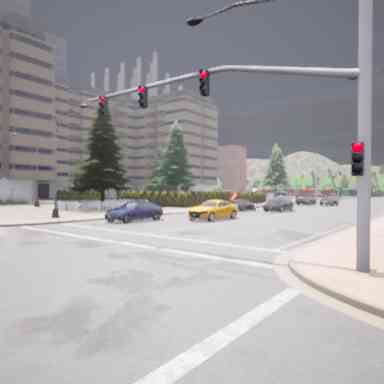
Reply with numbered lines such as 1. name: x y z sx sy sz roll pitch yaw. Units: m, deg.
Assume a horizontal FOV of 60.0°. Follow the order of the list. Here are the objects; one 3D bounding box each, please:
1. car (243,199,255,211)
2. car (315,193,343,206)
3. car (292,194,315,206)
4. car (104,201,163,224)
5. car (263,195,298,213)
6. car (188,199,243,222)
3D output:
1. car: 5.097 1.408 35.653 1.994 1.385 4.181 1 0 37
2. car: 20.847 1.376 50.516 2.128 1.511 4.902 1 0 37
3. car: 18.246 1.397 52.872 2.033 1.411 5.357 1 0 37
4. car: -3.995 1.367 23.605 1.812 1.442 4.674 1 0 37
5. car: 9.261 1.380 35.353 1.837 1.490 4.892 1 1 37
6. car: 1.666 1.352 25.320 1.882 1.535 5.008 1 0 37
